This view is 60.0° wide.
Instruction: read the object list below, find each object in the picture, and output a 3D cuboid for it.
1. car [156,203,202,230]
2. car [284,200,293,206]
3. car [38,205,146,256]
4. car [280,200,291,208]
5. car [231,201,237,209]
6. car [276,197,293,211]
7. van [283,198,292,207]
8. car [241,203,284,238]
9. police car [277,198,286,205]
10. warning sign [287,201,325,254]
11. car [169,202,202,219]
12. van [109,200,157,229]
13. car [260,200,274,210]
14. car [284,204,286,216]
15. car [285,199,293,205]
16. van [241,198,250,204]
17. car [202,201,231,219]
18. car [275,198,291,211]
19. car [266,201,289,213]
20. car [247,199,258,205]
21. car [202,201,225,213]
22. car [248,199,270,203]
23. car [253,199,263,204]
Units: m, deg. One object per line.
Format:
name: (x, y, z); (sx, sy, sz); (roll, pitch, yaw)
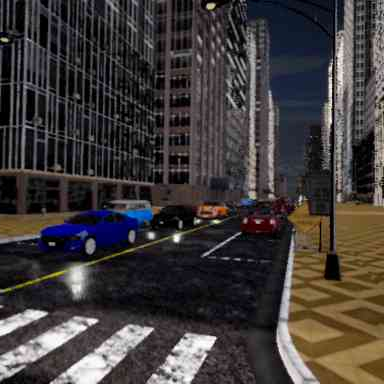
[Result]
car: (-1.102, 1.625, 22.606); (1.882, 1.535, 5.008); (1, 0, 18)
car: (22.897, 2.519, 79.054); (2.008, 1.369, 4.403); (1, 0, 18)
car: (-3.966, 1.509, 13.584); (1.882, 1.535, 5.008); (1, 0, 18)
car: (17.786, 2.285, 62.950); (1.752, 1.417, 4.829); (1, 0, 18)
car: (6.310, 2.082, 54.500); (1.947, 1.339, 4.313); (1, 0, 18)
car: (12.576, 1.863, 46.524); (2.192, 1.841, 5.009); (1, 0, 18)
van: (21.182, 2.239, 73.634); (1.690, 1.788, 3.998); (1, 0, 18)
car: (4.083, 1.641, 19.379); (1.967, 1.590, 4.097); (1, 0, 18)
police car: (23.020, 2.447, 85.371); (1.930, 1.638, 5.238); (1, 0, 18)
warning sign: (4.265, 1.265, 12.537); (1.300, 1.860, 1.060); (0, -1, 18)
car: (-0.583, 1.781, 32.817); (1.887, 1.381, 4.507); (1, 0, 18)
van: (-4.127, 1.437, 22.009); (1.690, 1.788, 3.998); (1, 0, 18)
car: (12.210, 2.107, 53.981); (1.837, 1.490, 4.892); (1, 0, 18)
car: (5.748, 1.836, 24.817); (1.947, 1.339, 4.313); (1, 0, 18)
car: (26.340, 2.660, 89.898); (2.008, 1.369, 4.403); (1, 0, 18)
van: (11.479, 2.067, 70.767); (1.690, 1.788, 3.998); (1, 0, 18)
car: (1.967, 1.622, 32.168); (2.097, 1.767, 4.553); (1, 0, 19)
car: (14.297, 1.933, 51.946); (2.192, 1.841, 5.009); (1, 0, 18)
car: (9.127, 1.990, 35.679); (1.802, 1.307, 4.206); (1, 0, 18)
car: (14.917, 2.432, 81.611); (1.947, 1.339, 4.313); (1, 0, 18)
car: (2.867, 1.942, 43.656); (1.947, 1.339, 4.313); (1, 0, 18)
car: (9.058, 1.979, 44.039); (1.837, 1.490, 4.892); (1, -1, 18)
car: (18.359, 2.558, 92.455); (2.008, 1.369, 4.403); (1, 0, 18)
